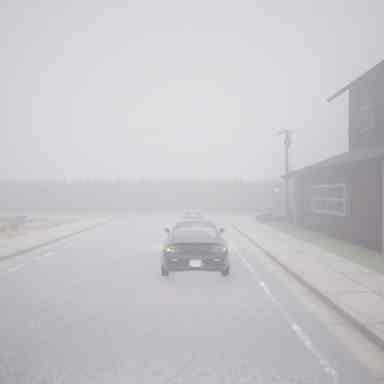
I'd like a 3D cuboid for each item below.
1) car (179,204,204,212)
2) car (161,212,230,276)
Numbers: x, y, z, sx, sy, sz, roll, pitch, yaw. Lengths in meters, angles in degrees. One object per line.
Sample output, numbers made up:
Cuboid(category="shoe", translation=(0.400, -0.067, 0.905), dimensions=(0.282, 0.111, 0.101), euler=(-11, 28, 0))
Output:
Cuboid(category="car", translation=(0.008, 1.629, 25.523), dimensions=(2.033, 1.411, 5.357), euler=(0, 0, -2))
Cuboid(category="car", translation=(0.083, 1.559, 10.280), dimensions=(1.812, 1.442, 4.674), euler=(0, 0, 0))
